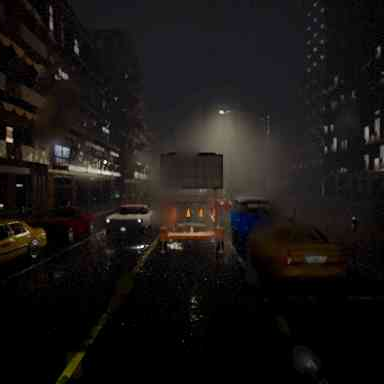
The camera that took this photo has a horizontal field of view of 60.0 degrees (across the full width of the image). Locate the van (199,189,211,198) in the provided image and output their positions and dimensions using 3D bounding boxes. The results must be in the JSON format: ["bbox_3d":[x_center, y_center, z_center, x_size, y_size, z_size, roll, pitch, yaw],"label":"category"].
[{"bbox_3d":[2.655,0.533,59.057,1.690,1.788,3.998,0,1,0],"label":"van"}]

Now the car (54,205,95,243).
[{"bbox_3d":[-5.702,1.332,14.846,1.887,1.381,4.507,0,1,0],"label":"car"}]

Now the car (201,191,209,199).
[{"bbox_3d":[2.662,0.919,48.008,1.802,1.307,4.206,0,1,0],"label":"car"}]

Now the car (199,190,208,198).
[{"bbox_3d":[2.648,0.421,75.637,1.967,1.590,4.097,0,1,0],"label":"car"}]

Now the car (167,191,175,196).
[{"bbox_3d":[-5.740,0.359,92.213,1.802,1.307,4.206,0,1,0],"label":"car"}]

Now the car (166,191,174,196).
[{"bbox_3d":[-5.737,0.427,86.687,1.802,1.307,4.206,0,1,0],"label":"car"}]

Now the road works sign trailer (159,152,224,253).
[{"bbox_3d":[-0.007,0.279,12.832,2.380,3.560,2.880,0,1,0],"label":"road works sign trailer"}]

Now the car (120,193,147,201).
[{"bbox_3d":[-5.710,1.105,31.425,1.887,1.381,4.507,0,1,0],"label":"car"}]

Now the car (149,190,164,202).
[{"bbox_3d":[-5.720,0.653,48.000,2.192,1.841,5.009,0,1,0],"label":"car"}]

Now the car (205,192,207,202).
[{"bbox_3d":[2.667,1.008,37.125,1.752,1.417,4.829,0,1,0],"label":"car"}]

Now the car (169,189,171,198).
[{"bbox_3d":[-5.727,0.562,64.580,1.967,1.590,4.097,0,1,0],"label":"car"}]

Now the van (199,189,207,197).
[{"bbox_3d":[2.644,0.253,81.163,1.690,1.788,3.998,0,1,0],"label":"van"}]

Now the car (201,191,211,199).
[{"bbox_3d":[2.654,0.644,64.755,1.752,1.417,4.829,0,1,0],"label":"car"}]

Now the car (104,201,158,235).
[{"bbox_3d":[-3.109,1.354,17.278,1.895,1.301,4.718,0,1,0],"label":"car"}]

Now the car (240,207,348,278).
[{"bbox_3d":[2.681,1.387,9.494,1.752,1.417,4.829,0,1,0],"label":"car"}]

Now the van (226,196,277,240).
[{"bbox_3d":[2.677,1.127,14.847,1.690,1.788,3.998,0,1,0],"label":"van"}]

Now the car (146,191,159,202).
[{"bbox_3d":[-5.716,0.939,42.308,1.752,1.417,4.829,0,1,0],"label":"car"}]

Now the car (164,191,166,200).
[{"bbox_3d":[-5.720,0.816,53.530,2.008,1.369,4.403,0,1,0],"label":"car"}]

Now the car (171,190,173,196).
[{"bbox_3d":[-5.729,0.617,70.108,1.947,1.339,4.313,0,1,0],"label":"car"}]

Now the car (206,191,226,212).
[{"bbox_3d":[2.669,0.999,31.427,1.967,1.590,4.097,0,1,0],"label":"car"}]

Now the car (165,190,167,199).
[{"bbox_3d":[-5.723,0.744,59.057,2.008,1.369,4.403,0,1,0],"label":"car"}]

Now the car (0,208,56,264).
[{"bbox_3d":[-5.699,1.393,9.151,1.752,1.417,4.829,0,1,0],"label":"car"}]

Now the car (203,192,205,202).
[{"bbox_3d":[2.665,0.993,42.482,1.802,1.307,4.206,0,1,0],"label":"car"}]

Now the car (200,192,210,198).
[{"bbox_3d":[2.651,0.616,70.113,1.947,1.339,4.313,0,1,0],"label":"car"}]
